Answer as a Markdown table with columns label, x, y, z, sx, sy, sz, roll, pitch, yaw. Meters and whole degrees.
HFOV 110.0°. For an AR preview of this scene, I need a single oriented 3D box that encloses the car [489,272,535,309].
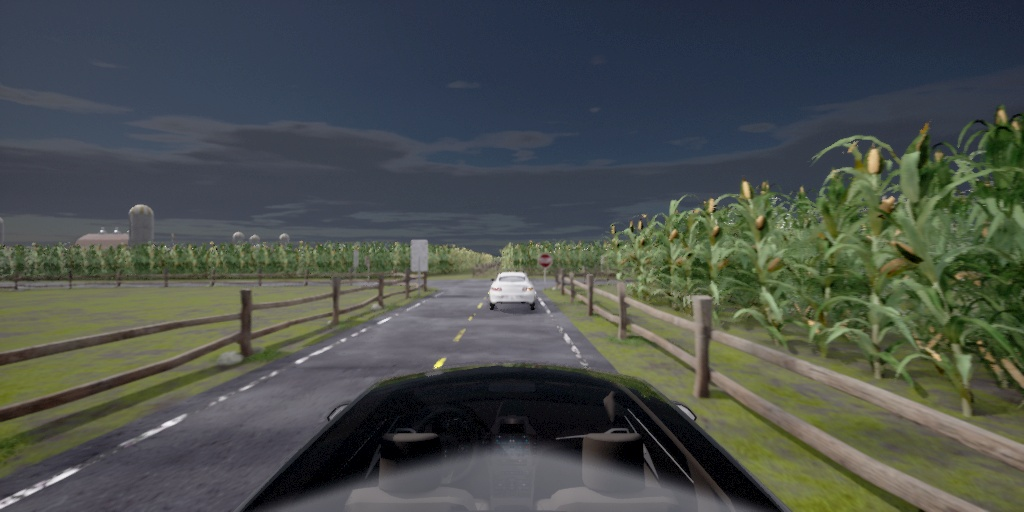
| label | x | y | z | sx | sy | sz | roll | pitch | yaw |
| --- | --- | --- | --- | --- | --- | --- | --- | --- | --- |
| car | 0.025 | 1.410 | 15.625 | 1.812 | 1.442 | 4.674 | 0 | -1 | 0 |
